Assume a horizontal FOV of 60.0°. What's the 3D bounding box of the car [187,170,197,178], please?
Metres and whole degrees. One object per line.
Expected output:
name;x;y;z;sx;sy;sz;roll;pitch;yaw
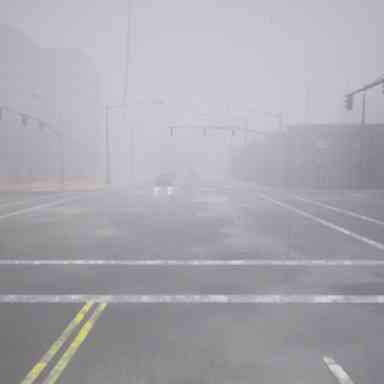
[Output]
car;0.011;-3.779;71.836;1.994;1.385;4.181;0;5;0

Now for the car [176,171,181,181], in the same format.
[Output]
car;-3.548;-2.693;58.290;1.994;1.385;4.181;0;4;0

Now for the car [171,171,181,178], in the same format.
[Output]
car;-3.489;-3.874;73.064;1.994;1.385;4.181;0;5;0

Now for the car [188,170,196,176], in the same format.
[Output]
car;0.012;-4.614;81.654;2.033;1.411;5.357;0;5;0

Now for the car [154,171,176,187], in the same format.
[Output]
car;-3.581;-1.671;42.614;2.097;1.767;4.553;0;4;0
